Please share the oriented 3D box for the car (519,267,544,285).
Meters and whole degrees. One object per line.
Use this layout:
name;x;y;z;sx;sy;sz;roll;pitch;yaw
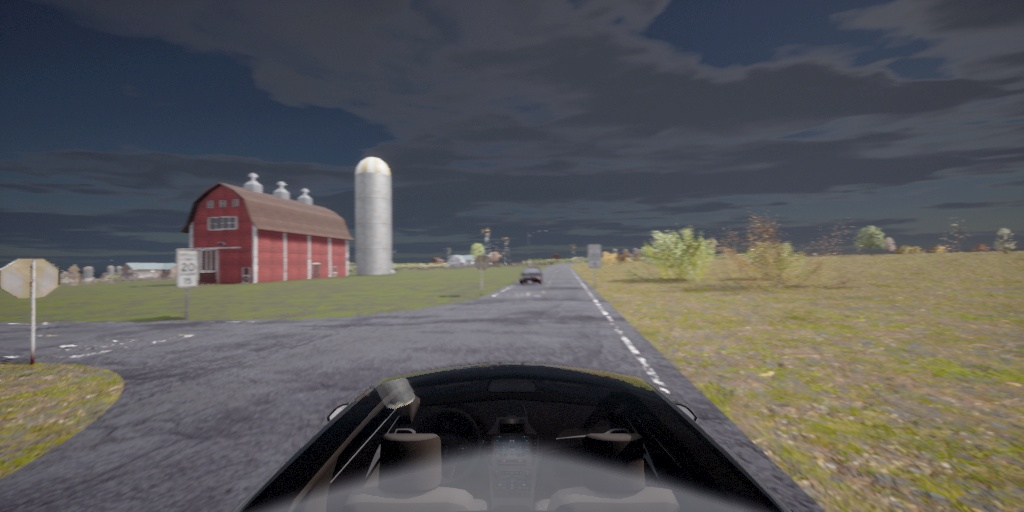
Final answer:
car;1.762;1.680;30.705;2.033;1.411;5.357;-1;-1;8
